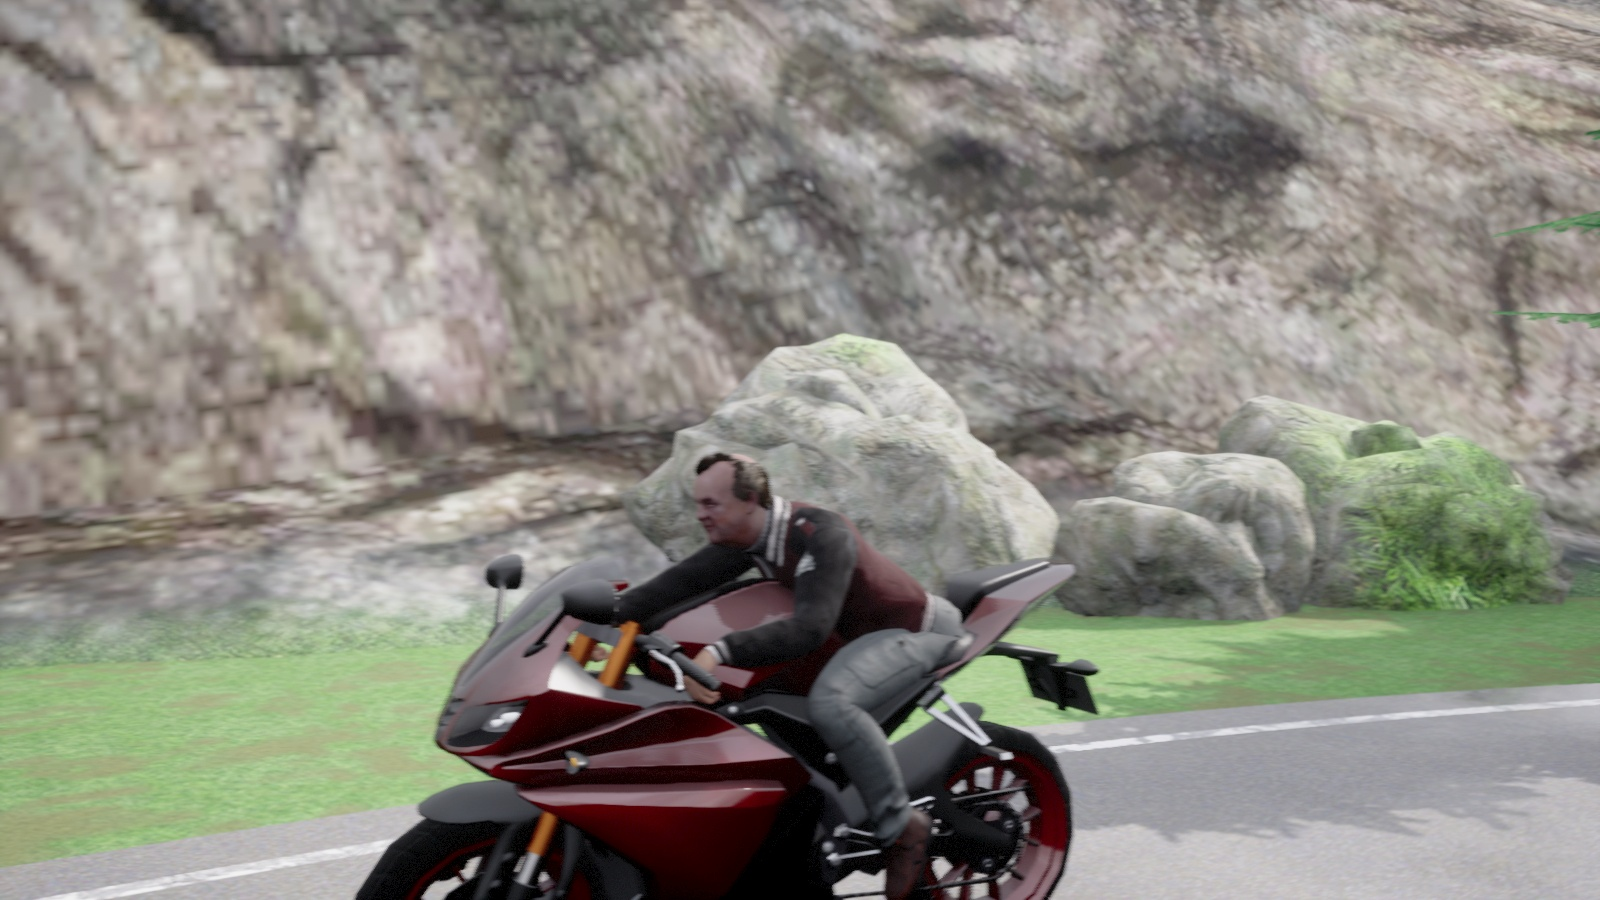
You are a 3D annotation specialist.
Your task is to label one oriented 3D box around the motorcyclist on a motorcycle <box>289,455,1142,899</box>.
[{"bbox_3d":[-0.181,0.785,3.470,2.191,1.530,0.866,0,0,-29],"label":"motorcyclist on a motorcycle"}]
